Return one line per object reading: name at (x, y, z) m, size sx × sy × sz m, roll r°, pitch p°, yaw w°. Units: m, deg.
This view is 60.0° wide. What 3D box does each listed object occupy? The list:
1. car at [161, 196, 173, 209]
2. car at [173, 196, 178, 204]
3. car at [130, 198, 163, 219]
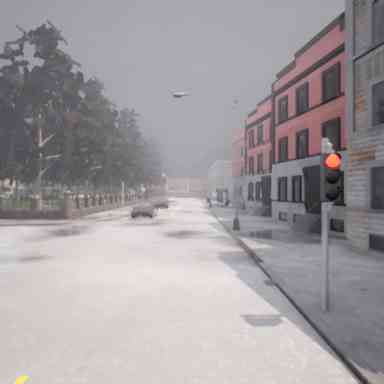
car at (-4.042, 1.562, 45.106) m, size 2.033 × 1.411 × 5.357 m, roll 0°, pitch 0°, yaw 0°
car at (-3.940, 1.548, 65.967) m, size 1.812 × 1.442 × 4.674 m, roll 0°, pitch 0°, yaw 0°
car at (-4.066, 1.557, 29.176) m, size 2.033 × 1.411 × 5.357 m, roll 0°, pitch 0°, yaw 0°
